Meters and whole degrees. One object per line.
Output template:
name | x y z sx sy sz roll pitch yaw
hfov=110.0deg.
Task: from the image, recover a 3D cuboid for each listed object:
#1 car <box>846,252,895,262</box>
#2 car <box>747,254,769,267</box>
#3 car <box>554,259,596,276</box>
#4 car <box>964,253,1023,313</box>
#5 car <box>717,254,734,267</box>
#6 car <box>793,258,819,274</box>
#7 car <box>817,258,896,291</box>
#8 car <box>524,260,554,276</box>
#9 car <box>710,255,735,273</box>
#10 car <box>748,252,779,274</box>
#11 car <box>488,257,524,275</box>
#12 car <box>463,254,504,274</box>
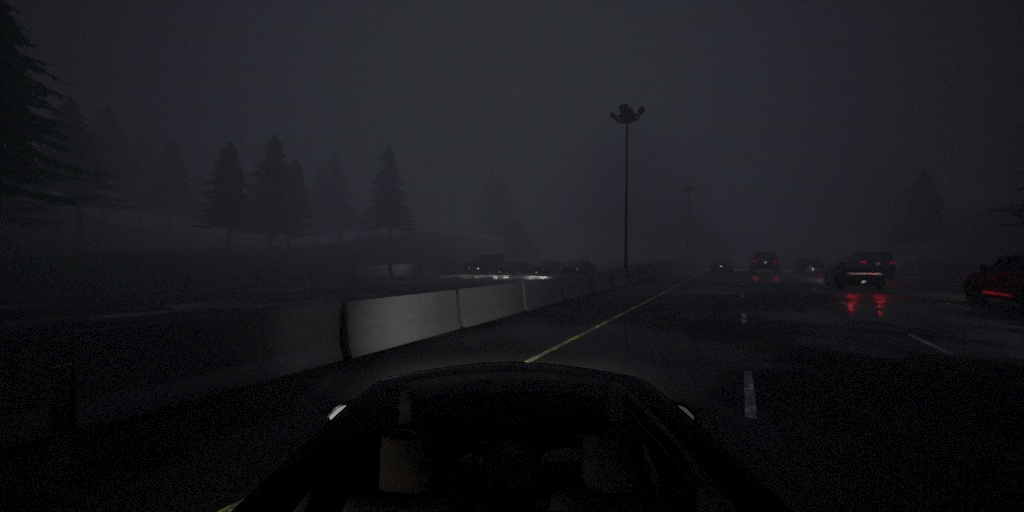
car | 29.425 0.653 29.630 2.150 2.045 5.566 0 1 32
car | 32.342 0.576 47.283 2.128 1.511 4.902 0 1 32
car | 5.949 1.052 32.118 1.882 1.535 5.008 0 0 33
car | 18.507 0.910 12.420 2.150 2.045 5.566 0 0 32
car | 28.912 0.581 48.421 1.882 1.535 5.008 0 1 32
car | 27.816 0.889 33.627 1.837 1.490 4.892 0 0 32
car | 19.604 1.105 20.682 2.128 1.511 4.902 0 1 32
car | 3.668 1.103 35.037 2.033 1.411 5.357 0 1 33
car | 21.758 0.951 37.148 1.994 1.385 4.181 0 1 33
car | 24.344 0.623 34.685 2.150 2.045 5.566 0 1 32
car | 0.266 1.112 36.226 2.033 1.411 5.357 0 1 33
car | -2.758 0.786 37.991 2.150 2.045 5.566 0 0 33
